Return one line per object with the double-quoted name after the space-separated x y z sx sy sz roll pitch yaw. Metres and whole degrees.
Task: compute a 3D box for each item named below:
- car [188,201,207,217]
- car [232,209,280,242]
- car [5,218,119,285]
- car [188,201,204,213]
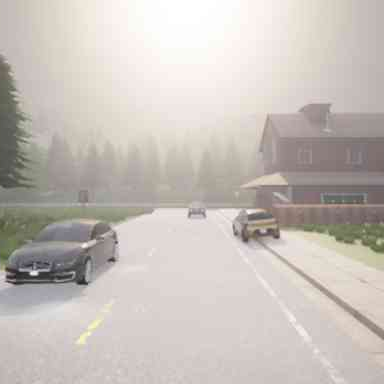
0.516 1.837 34.443 2.033 1.411 5.357 0 0 2 "car"
3.183 1.601 17.246 1.816 1.474 4.193 -6 0 -2 "car"
-3.476 1.589 9.819 1.837 1.490 4.892 0 -1 1 "car"
0.629 1.925 44.939 2.033 1.411 5.357 0 0 1 "car"
